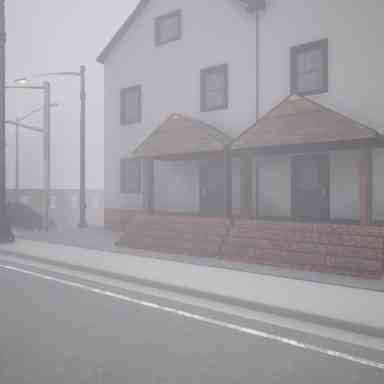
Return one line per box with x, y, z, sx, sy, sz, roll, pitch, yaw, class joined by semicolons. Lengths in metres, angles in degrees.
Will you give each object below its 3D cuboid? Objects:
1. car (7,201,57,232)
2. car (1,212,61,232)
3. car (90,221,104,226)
-12.975;1.785;24.287;2.150;2.045;5.566;0;-8;35;car
-14.074;2.655;29.325;1.994;1.385;4.181;0;-9;36;car
-8.973;3.820;36.415;2.097;1.767;4.553;0;-12;35;car
